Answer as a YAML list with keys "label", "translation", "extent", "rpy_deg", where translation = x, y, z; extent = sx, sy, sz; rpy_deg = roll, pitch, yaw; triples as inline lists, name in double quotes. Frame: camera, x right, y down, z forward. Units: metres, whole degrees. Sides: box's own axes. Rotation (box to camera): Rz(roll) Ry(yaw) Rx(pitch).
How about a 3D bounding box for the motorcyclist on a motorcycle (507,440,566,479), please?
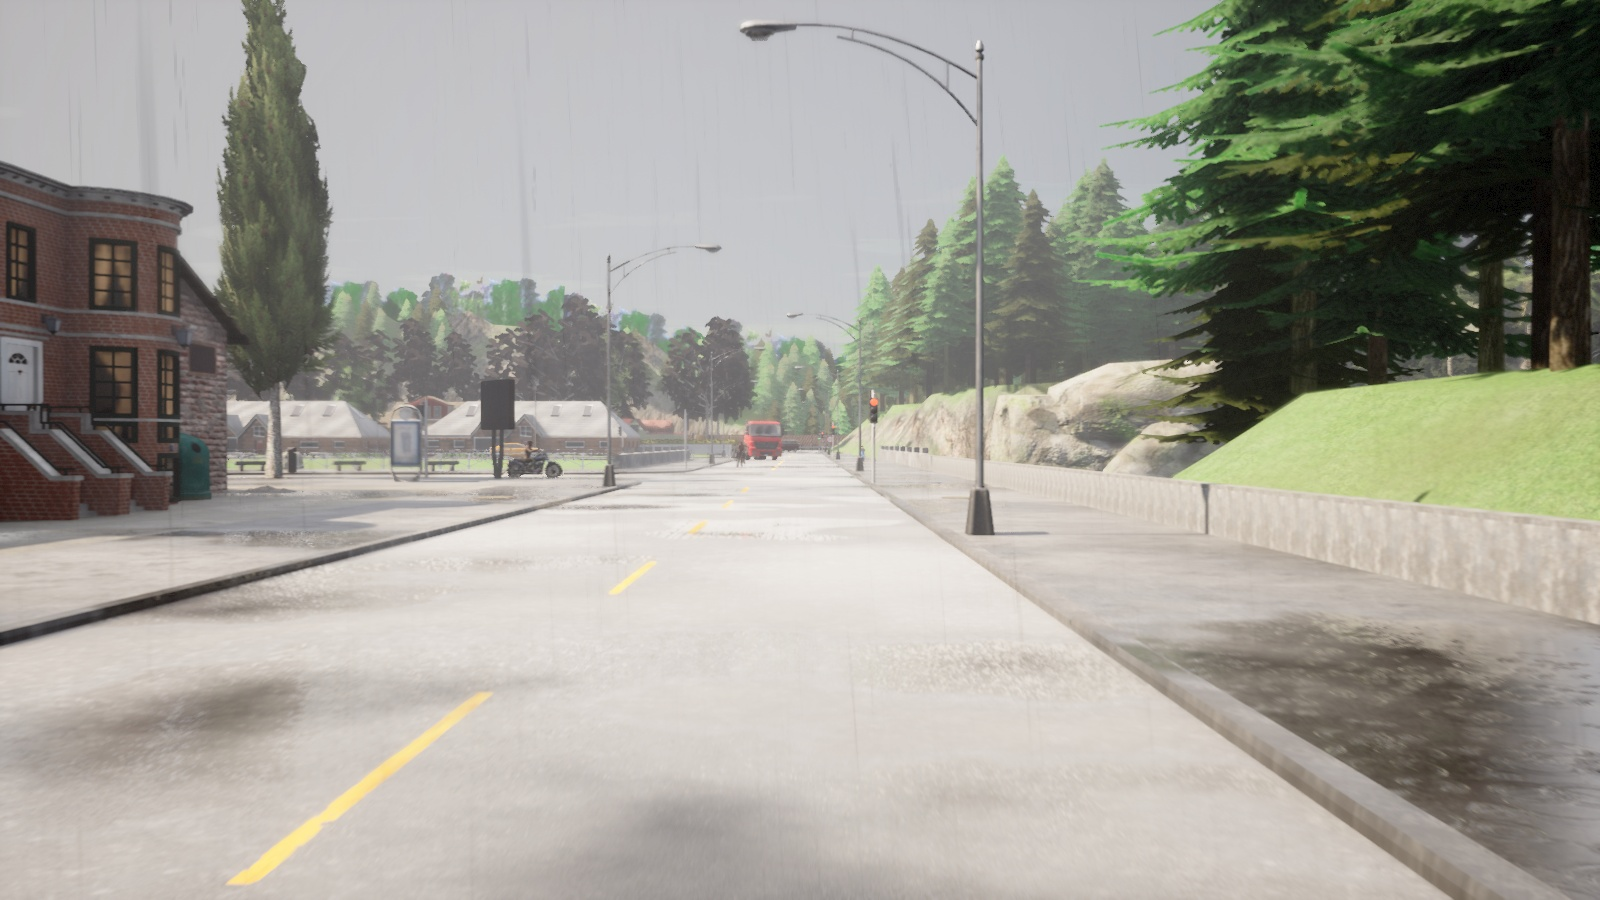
- label: "motorcyclist on a motorcycle"
  translation: [-11.151, 0.388, 53.140]
  extent: [2.350, 1.649, 0.766]
  rpy_deg: [0, 1, 2]
